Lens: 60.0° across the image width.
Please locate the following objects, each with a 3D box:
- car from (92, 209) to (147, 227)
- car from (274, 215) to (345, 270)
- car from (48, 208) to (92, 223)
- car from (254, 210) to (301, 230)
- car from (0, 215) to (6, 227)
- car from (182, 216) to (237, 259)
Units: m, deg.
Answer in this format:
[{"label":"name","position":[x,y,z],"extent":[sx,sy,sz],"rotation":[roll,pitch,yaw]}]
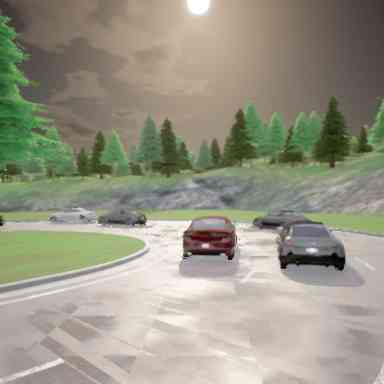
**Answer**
[{"label":"car","position":[-5.912,2.167,28.250],"extent":[4.181,1.385,1.994],"rotation":[-1,-1,23]},{"label":"car","position":[4.045,1.728,11.801],"extent":[1.994,1.385,4.181],"rotation":[-1,-1,14]},{"label":"car","position":[-11.769,2.295,32.836],"extent":[4.674,1.442,1.812],"rotation":[-1,-1,3]},{"label":"car","position":[5.870,1.886,21.986],"extent":[1.994,1.385,4.181],"rotation":[0,-1,-24]},{"label":"car","position":[-16.962,2.183,25.179],"extent":[5.008,1.535,1.882],"rotation":[-1,-1,-11]},{"label":"car","position":[0.819,1.723,13.779],"extent":[1.882,1.535,5.008],"rotation":[0,-1,8]}]
